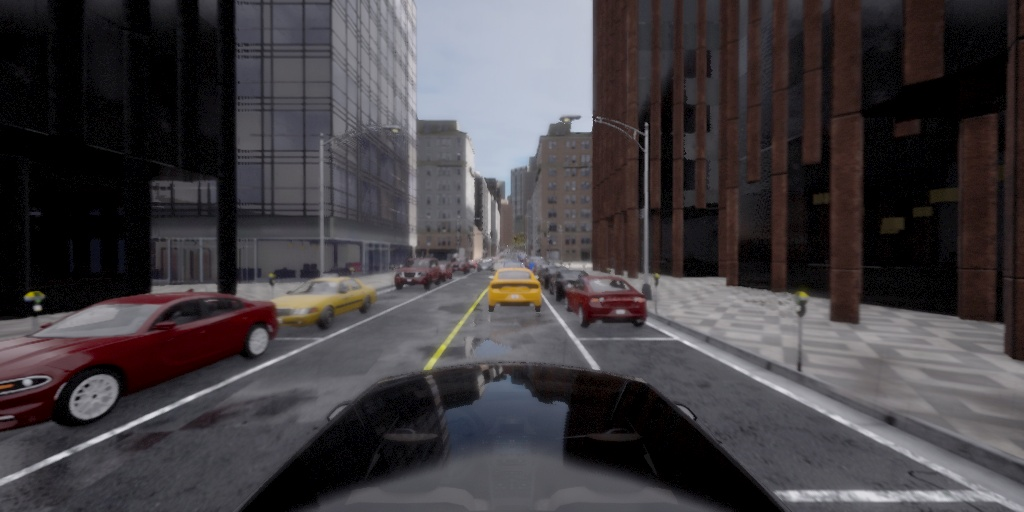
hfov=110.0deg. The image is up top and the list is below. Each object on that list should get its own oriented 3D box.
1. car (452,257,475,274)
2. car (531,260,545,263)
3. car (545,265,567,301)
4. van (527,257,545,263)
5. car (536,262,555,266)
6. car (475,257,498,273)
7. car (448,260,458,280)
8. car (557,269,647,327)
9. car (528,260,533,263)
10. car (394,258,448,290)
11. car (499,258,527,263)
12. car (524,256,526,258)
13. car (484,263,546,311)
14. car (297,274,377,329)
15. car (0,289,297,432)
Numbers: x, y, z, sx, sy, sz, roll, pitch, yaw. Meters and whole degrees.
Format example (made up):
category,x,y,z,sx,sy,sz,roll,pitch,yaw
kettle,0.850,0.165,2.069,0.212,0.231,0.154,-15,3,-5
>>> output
category,x,y,z,sx,sy,sz,roll,pitch,yaw
car,-5.760,0.994,39.569,2.192,1.841,5.009,0,0,0
car,2.764,1.257,28.275,2.007,1.370,4.403,0,0,0
car,2.764,1.294,16.986,1.948,1.339,4.313,0,0,0
van,2.765,1.020,39.565,1.690,1.789,3.998,0,0,0
car,2.764,1.284,22.631,1.948,1.339,4.313,0,0,0
car,-3.090,1.163,42.562,2.128,1.511,4.902,0,0,0
car,-5.761,1.252,28.280,1.888,1.381,4.507,0,0,0
car,2.763,1.281,11.341,1.888,1.381,4.507,0,0,0
car,2.765,1.276,33.920,1.802,1.307,4.207,0,0,0
car,-5.761,1.033,22.636,2.192,1.841,5.009,0,0,0
car,0.080,1.180,30.142,1.882,1.535,5.008,0,0,0
car,2.766,1.104,45.210,1.967,1.591,4.097,0,0,0
car,0.077,1.210,14.419,1.882,1.535,5.008,0,0,-1
car,-5.762,1.262,11.178,1.751,1.417,4.829,0,0,0
car,-5.762,1.289,5.704,1.888,1.381,4.507,0,0,0
